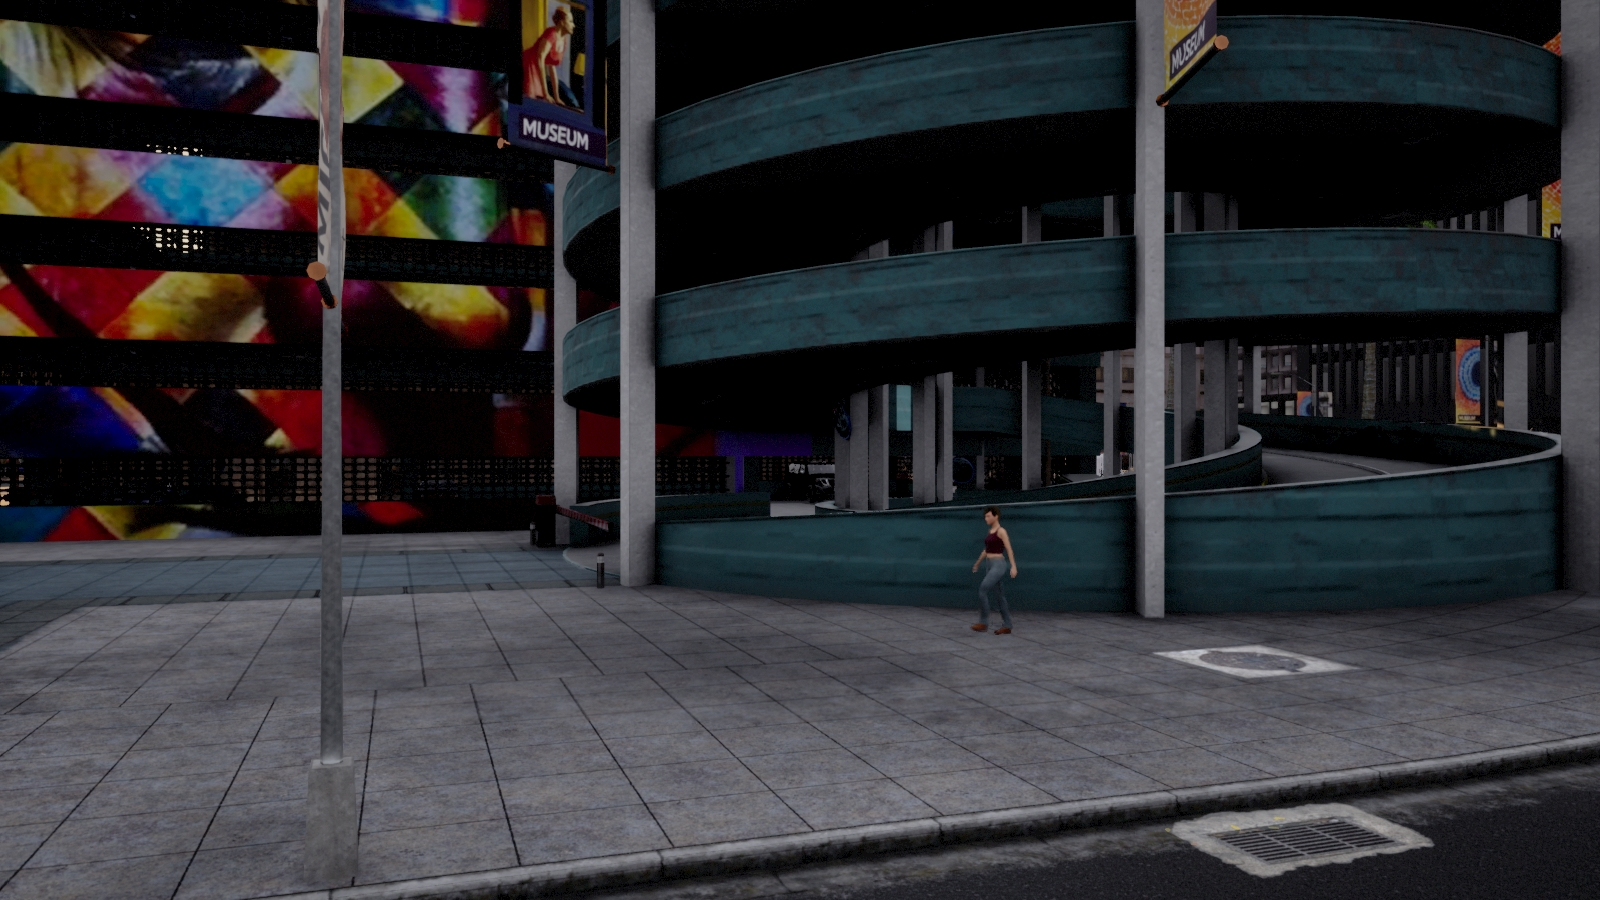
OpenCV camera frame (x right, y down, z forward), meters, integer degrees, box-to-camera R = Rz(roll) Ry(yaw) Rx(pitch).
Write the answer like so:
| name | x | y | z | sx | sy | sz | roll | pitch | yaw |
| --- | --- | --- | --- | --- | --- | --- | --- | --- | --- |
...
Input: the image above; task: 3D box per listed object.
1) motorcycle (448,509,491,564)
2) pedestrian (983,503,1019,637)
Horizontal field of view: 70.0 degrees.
| name | x | y | z | sx | sy | sz | roll | pitch | yaw |
| --- | --- | --- | --- | --- | --- | --- | --- | --- | --- |
| motorcycle | -8.400 | 2.182 | 29.071 | 0.856 | 1.236 | 1.805 | 0 | 0 | -10 |
| pedestrian | 2.857 | 1.696 | 16.256 | 0.375 | 1.860 | 0.375 | 0 | 0 | -16 |
